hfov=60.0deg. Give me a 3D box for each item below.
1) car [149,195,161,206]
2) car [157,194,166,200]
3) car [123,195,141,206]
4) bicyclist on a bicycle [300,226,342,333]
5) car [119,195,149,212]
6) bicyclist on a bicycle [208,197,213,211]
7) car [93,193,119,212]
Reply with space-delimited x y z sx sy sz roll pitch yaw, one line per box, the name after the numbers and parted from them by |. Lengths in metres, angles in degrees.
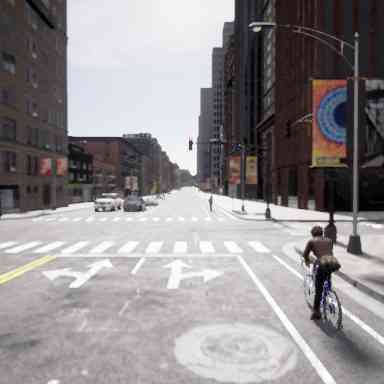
-6.580 1.573 53.188 1.895 1.301 4.718 0 0 0 | car
-6.502 1.114 69.177 1.837 1.490 4.892 0 0 0 | car
-9.820 1.323 54.892 2.097 1.767 4.553 0 0 0 | car
2.256 1.446 5.854 0.582 1.620 1.656 0 0 0 | bicyclist on a bicycle
-6.594 1.331 38.453 2.097 1.767 4.553 0 0 0 | car
2.255 1.432 39.912 0.582 1.620 1.656 0 0 0 | bicyclist on a bicycle
-9.852 1.200 39.225 2.150 2.045 5.566 0 0 0 | car
